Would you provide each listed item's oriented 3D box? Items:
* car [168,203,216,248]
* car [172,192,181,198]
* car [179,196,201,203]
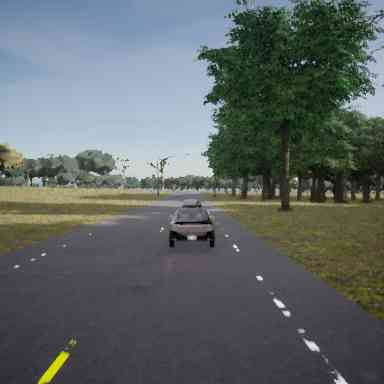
[{"bbox_3d":[0.001,1.459,14.652,2.128,1.511,4.902,0,0,0],"label":"car"},{"bbox_3d":[-3.499,0.664,75.957,1.812,1.442,4.674,0,1,0],"label":"car"},{"bbox_3d":[0.001,1.361,29.653,1.882,1.535,5.008,0,0,0],"label":"car"}]
